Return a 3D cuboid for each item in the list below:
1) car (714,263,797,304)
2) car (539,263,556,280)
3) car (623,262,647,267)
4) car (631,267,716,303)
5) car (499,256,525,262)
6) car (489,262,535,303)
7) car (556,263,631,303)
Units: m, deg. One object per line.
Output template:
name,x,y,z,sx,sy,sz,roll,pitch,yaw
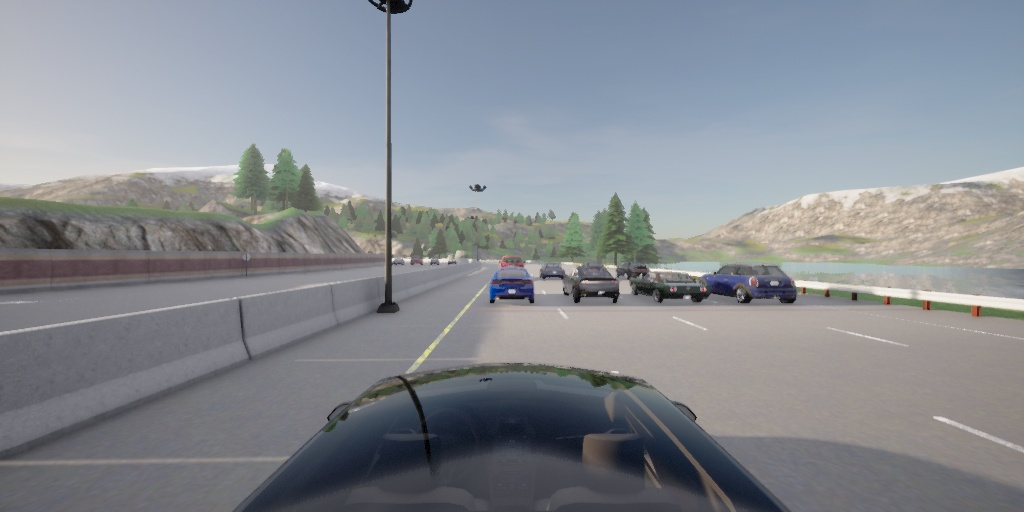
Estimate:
car,10.500,1.113,16.470,2.097,1.767,4.553,0,0,0
car,3.500,1.320,31.500,1.994,1.385,4.181,0,0,0
car,10.500,1.264,31.500,1.837,1.490,4.892,0,0,0
car,7.000,1.364,16.530,1.895,1.301,4.718,0,0,0
car,0.000,1.005,31.530,2.150,2.045,5.566,0,0,0
car,0.000,1.232,16.500,1.882,1.535,5.008,0,0,0
car,3.500,1.242,16.500,2.128,1.511,4.902,0,0,0
